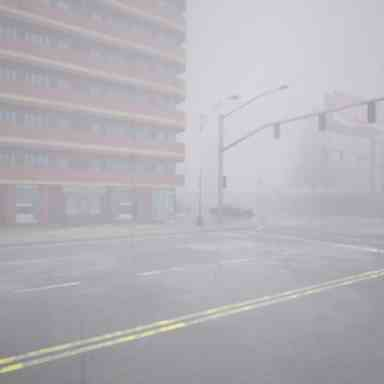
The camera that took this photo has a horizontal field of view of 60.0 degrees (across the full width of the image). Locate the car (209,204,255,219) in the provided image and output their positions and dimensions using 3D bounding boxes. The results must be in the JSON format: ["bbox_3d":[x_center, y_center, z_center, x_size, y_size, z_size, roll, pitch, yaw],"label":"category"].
[{"bbox_3d":[3.784,1.810,31.836,1.895,1.301,4.718,1,0,-35],"label":"car"}]

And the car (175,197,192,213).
[{"bbox_3d":[-1.879,1.695,40.063,2.128,1.511,4.902,1,0,-35],"label":"car"}]

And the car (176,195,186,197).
[{"bbox_3d":[-3.066,1.531,60.652,2.150,2.045,5.566,1,0,-35],"label":"car"}]
